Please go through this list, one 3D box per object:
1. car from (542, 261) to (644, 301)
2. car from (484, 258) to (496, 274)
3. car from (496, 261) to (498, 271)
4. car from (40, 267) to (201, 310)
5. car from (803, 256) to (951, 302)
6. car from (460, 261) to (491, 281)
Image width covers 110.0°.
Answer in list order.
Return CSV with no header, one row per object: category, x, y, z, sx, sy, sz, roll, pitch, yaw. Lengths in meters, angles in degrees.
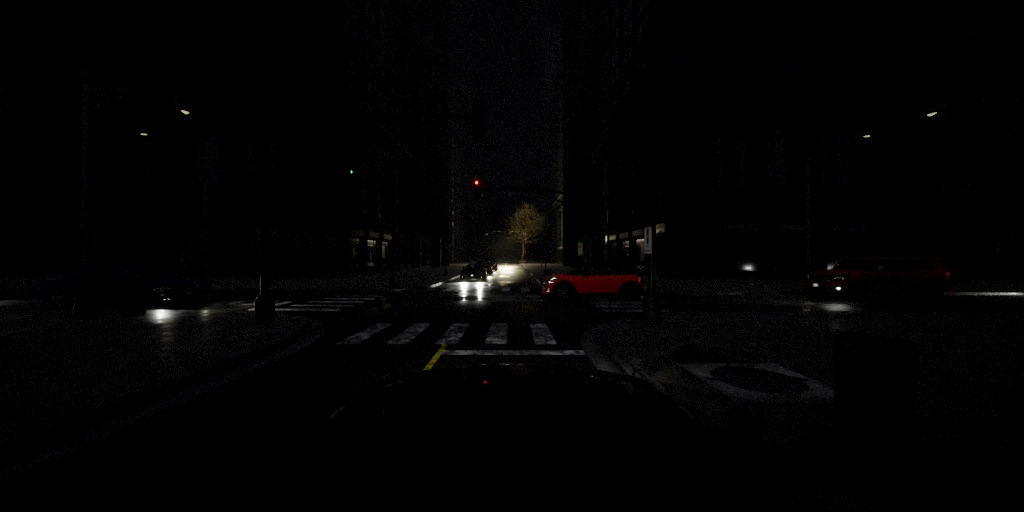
car,3.716,1.114,17.014,4.553,1.767,2.097,0,0,0
car,-3.077,1.232,38.676,1.882,1.535,5.008,0,0,0
car,-3.060,1.116,48.322,2.097,1.767,4.553,0,0,0
car,-14.903,1.176,13.820,5.008,1.535,1.882,0,0,2
car,17.174,1.028,17.001,5.566,2.045,2.150,0,0,0
car,-3.082,1.314,29.605,1.994,1.385,4.181,0,0,0
